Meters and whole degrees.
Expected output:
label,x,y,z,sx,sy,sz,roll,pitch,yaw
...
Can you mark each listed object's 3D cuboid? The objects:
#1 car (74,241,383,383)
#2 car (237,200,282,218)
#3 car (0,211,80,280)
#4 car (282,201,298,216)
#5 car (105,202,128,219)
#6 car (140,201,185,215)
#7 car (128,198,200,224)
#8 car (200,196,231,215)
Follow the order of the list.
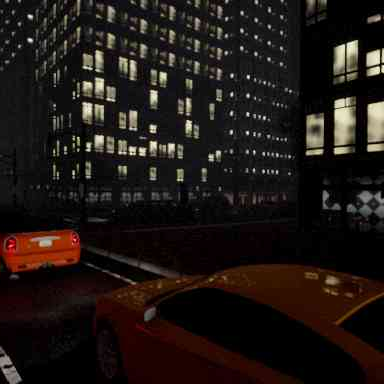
label,x,y,z,sx,sy,sz,roll,pitch,yaw
car,0.738,1.479,3.262,1.882,1.535,5.008,0,0,-40
car,6.722,1.864,33.907,4.829,1.417,1.752,1,0,-39
car,-5.188,1.360,10.315,2.097,1.767,4.553,0,0,-40
car,10.969,1.969,37.355,4.206,1.307,1.802,1,0,-39
car,-5.779,1.677,31.217,4.674,1.442,1.812,1,0,-38
car,-3.205,1.686,36.644,4.829,1.417,1.752,1,0,-39
car,-2.166,1.552,26.692,5.009,1.841,2.192,1,0,-39
car,1.906,1.461,37.435,5.566,2.045,2.150,1,0,-39
